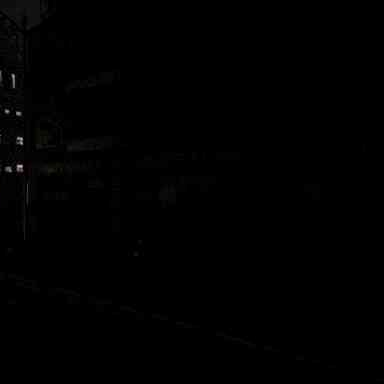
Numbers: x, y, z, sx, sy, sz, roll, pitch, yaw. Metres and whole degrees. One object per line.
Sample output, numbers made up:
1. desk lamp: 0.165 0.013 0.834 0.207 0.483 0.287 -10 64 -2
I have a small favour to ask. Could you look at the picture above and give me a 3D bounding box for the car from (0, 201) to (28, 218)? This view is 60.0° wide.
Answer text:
1. car: -18.014 1.691 31.709 2.097 1.767 4.553 0 -1 34
